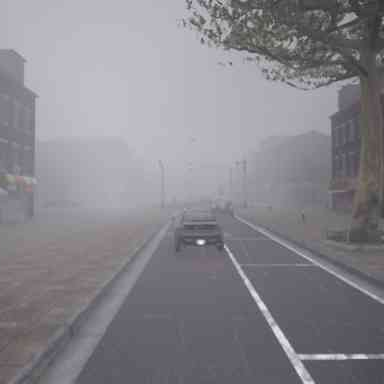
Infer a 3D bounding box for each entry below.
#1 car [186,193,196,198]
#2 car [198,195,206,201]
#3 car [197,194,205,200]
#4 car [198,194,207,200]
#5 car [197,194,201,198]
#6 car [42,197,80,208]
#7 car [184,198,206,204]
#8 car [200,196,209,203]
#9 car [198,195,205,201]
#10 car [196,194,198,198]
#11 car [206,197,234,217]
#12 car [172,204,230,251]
[{"bbox_3d":[-0.198,1.165,83.773,2.150,2.045,5.566,0,0,0],"label":"car"},{"bbox_3d":[2.457,1.562,83.915,1.752,1.417,4.829,1,0,0],"label":"car"},{"bbox_3d":[2.435,1.422,94.623,2.192,1.841,5.009,1,0,0],"label":"car"},{"bbox_3d":[2.523,1.484,56.559,1.947,1.339,4.313,1,0,0],"label":"car"},{"bbox_3d":[2.509,1.498,61.996,1.947,1.339,4.313,1,0,0],"label":"car"},{"bbox_3d":[-17.622,1.508,44.826,4.892,1.490,1.837,0,-2,0],"label":"car"},{"bbox_3d":[0.023,1.514,30.891,1.895,1.301,4.718,0,0,0],"label":"car"},{"bbox_3d":[2.497,1.478,67.602,1.752,1.417,4.829,1,0,0],"label":"car"},{"bbox_3d":[2.444,1.596,89.353,1.752,1.417,4.829,1,0,0],"label":"car"},{"bbox_3d":[2.469,1.570,78.308,1.947,1.339,4.313,1,0,0],"label":"car"},{"bbox_3d":[2.594,1.355,29.811,1.967,1.590,4.097,2,0,0],"label":"car"},{"bbox_3d":[0.193,1.455,13.806,1.837,1.490,4.892,0,0,-3],"label":"car"}]
